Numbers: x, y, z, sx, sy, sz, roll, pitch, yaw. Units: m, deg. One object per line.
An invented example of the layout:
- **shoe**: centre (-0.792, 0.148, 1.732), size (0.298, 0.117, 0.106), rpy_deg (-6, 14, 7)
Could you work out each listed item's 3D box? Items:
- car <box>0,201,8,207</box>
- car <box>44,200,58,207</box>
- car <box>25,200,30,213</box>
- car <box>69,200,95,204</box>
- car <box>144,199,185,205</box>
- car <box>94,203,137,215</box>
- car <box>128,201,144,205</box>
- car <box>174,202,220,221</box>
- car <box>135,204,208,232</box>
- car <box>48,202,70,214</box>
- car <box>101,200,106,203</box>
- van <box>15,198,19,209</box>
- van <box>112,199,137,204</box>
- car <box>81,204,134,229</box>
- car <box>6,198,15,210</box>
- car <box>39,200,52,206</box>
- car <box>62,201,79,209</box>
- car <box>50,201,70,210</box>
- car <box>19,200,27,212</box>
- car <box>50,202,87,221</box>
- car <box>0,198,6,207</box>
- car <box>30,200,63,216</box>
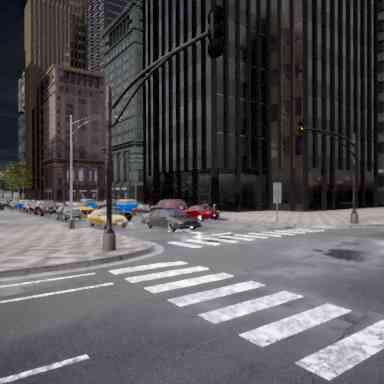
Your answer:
- **car**: centre (-44.502, 2.769, 77.998), size (1.802, 1.307, 4.206), rpy_deg (-1, 0, -35)
- **car**: centre (-31.824, 2.591, 74.905), size (1.947, 1.339, 4.313), rpy_deg (-1, 0, -35)
- **car**: centre (-20.561, 2.194, 44.430), size (1.887, 1.381, 4.507), rpy_deg (-1, 0, -35)
- **car**: centre (-12.801, 1.986, 38.168), size (1.882, 1.535, 5.008), rpy_deg (0, -1, -35)
- **car**: centre (-2.381, 1.665, 33.629), size (2.192, 1.841, 5.009), rpy_deg (-1, 0, -35)
- **car**: centre (-7.133, 1.976, 30.204), size (1.895, 1.301, 4.718), rpy_deg (0, -1, -36)
- **car**: centre (-5.324, 2.001, 37.774), size (1.802, 1.307, 4.206), rpy_deg (-1, 0, -35)
- **car**: centre (0.573, 1.825, 29.484), size (1.887, 1.381, 4.507), rpy_deg (-1, 0, -35)
- **car**: centre (-1.565, 1.792, 22.397), size (2.033, 1.411, 5.357), rpy_deg (0, -1, -36)
- **car**: centre (-18.652, 2.170, 46.434), size (1.812, 1.442, 4.674), rpy_deg (0, -1, -35)
- **car**: centre (-11.228, 1.872, 46.064), size (2.192, 1.841, 5.009), rpy_deg (-1, 0, -35)
- **van**: centre (-26.239, 2.121, 52.385), size (1.690, 1.788, 3.998), rpy_deg (-1, 0, -35)
- **van**: centre (-8.279, 1.829, 41.919), size (1.690, 1.788, 3.998), rpy_deg (-1, 0, -35)
- **car**: centre (-6.277, 1.841, 24.403), size (1.752, 1.417, 4.829), rpy_deg (-1, 0, -35)
- **car**: centre (-32.015, 2.352, 60.486), size (1.967, 1.590, 4.097), rpy_deg (-1, 0, -35)
- **car**: centre (-34.846, 2.657, 79.141), size (1.947, 1.339, 4.313), rpy_deg (-1, 0, -35)
- **car**: centre (-22.762, 2.403, 62.199), size (1.802, 1.307, 4.206), rpy_deg (-1, 0, -35)
- **car**: centre (-23.113, 2.338, 57.949), size (2.033, 1.411, 5.357), rpy_deg (0, -1, -36)
- **car**: centre (-23.400, 2.155, 48.407), size (1.967, 1.590, 4.097), rpy_deg (-1, 0, -35)
- **car**: centre (-12.049, 2.002, 32.496), size (2.008, 1.369, 4.403), rpy_deg (-1, 0, -35)
- **car**: centre (-41.381, 2.665, 73.620), size (1.887, 1.381, 4.507), rpy_deg (-1, 0, -35)
- **car**: centre (-17.729, 1.899, 40.452), size (2.192, 1.841, 5.009), rpy_deg (-1, 0, -35)
